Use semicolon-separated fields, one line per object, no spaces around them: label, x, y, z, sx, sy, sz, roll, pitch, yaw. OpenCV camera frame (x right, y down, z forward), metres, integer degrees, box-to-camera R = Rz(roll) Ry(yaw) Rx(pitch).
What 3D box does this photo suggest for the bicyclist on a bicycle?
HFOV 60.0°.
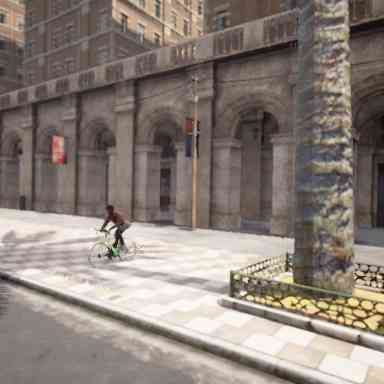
bicyclist on a bicycle;-2.073;1.158;8.861;0.582;1.620;1.656;2;1;35
